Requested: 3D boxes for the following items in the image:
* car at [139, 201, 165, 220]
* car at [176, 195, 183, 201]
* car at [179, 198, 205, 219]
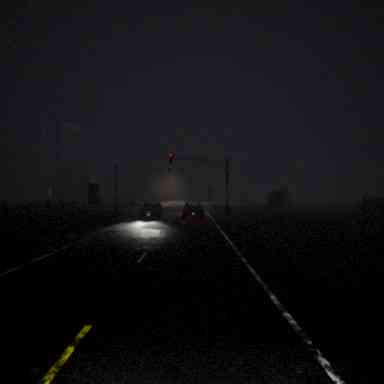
[{"bbox_3d":[-3.532,1.592,29.656,2.128,1.511,4.902,0,0,1],"label":"car"},{"bbox_3d":[-3.482,1.715,95.358,1.882,1.535,5.008,0,0,0],"label":"car"},{"bbox_3d":[0.106,1.590,29.680,2.128,1.511,4.902,0,0,0],"label":"car"}]
